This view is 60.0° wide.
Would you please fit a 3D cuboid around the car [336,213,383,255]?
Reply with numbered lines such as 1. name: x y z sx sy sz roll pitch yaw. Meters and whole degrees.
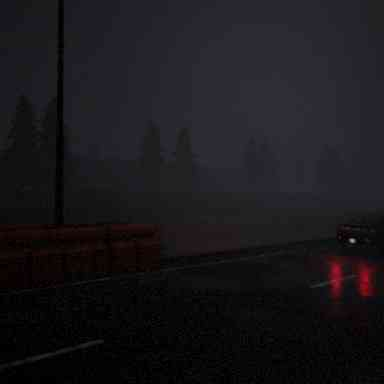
1. car: 7.981 1.628 13.858 4.902 1.511 2.128 1 0 -35
